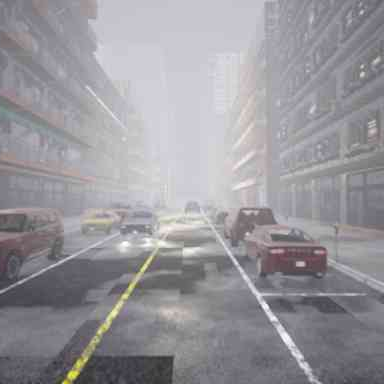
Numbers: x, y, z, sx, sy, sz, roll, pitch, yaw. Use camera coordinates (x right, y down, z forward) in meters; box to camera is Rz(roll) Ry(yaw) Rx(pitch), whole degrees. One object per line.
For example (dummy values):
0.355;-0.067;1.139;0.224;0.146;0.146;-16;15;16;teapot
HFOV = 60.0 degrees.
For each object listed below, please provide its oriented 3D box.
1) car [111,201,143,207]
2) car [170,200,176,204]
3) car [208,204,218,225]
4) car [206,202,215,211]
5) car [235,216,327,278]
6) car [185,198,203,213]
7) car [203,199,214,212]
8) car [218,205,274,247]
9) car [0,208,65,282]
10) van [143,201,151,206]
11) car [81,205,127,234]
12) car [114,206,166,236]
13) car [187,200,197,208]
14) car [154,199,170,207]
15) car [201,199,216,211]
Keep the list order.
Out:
-5.688;1.691;27.066;2.192;1.841;5.009;1;-1;0;car
-5.697;2.827;93.542;2.008;1.369;4.403;1;-1;0;car
2.688;1.926;27.121;2.008;1.369;4.403;1;-1;0;car
2.685;1.979;32.831;1.752;1.417;4.829;1;-1;0;car
2.698;1.692;10.502;1.887;1.381;4.507;1;-1;0;car
0.074;1.997;46.661;2.097;1.767;4.553;0;-1;0;car
2.676;2.224;49.280;1.887;1.381;4.507;1;-1;0;car
2.699;1.538;16.044;2.192;1.841;5.009;1;-1;0;car
-5.678;1.462;10.447;2.192;1.841;5.009;1;-1;0;car
-5.695;1.869;38.146;1.690;1.788;3.998;1;-1;0;van
-5.689;1.823;21.354;1.752;1.417;4.829;1;-1;0;car
-3.074;1.836;20.715;2.033;1.411;5.357;0;-1;0;car
0.058;2.363;64.510;1.882;1.535;5.008;0;-2;0;car
-5.707;2.144;60.306;2.192;1.841;5.009;1;-1;0;car
2.677;2.069;54.824;2.192;1.841;5.009;1;-1;0;car
